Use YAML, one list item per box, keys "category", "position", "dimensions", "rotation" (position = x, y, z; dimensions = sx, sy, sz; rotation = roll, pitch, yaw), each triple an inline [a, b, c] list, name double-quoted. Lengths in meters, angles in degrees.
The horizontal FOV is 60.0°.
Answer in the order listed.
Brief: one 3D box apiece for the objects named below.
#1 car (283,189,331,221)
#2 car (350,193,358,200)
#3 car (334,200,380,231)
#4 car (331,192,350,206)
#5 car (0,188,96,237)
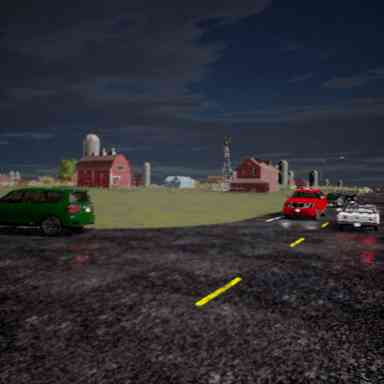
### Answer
- category: "car"
  position: [8.355, 0.840, 24.227]
  dimensions: [2.150, 2.045, 5.566]
  rotation: [1, 1, 30]
- category: "car"
  position: [26.113, 0.849, 54.831]
  dimensions: [1.994, 1.385, 4.181]
  rotation: [1, 1, 30]
- category: "car"
  position: [9.492, 1.341, 18.760]
  dimensions: [1.895, 1.301, 4.718]
  rotation: [1, 1, 30]
- category: "car"
  position: [16.305, 0.815, 37.951]
  dimensions: [2.097, 1.767, 4.553]
  rotation: [1, 1, 32]
- category: "car"
  position: [-7.169, 0.820, 15.072]
  dimensions: [5.566, 2.045, 2.150]
  rotation: [1, 2, 11]
